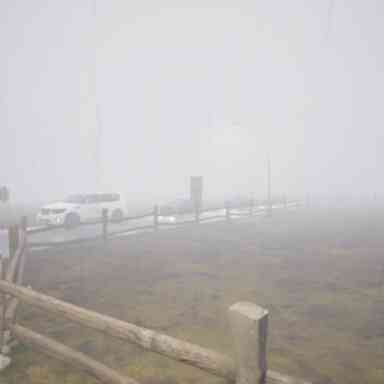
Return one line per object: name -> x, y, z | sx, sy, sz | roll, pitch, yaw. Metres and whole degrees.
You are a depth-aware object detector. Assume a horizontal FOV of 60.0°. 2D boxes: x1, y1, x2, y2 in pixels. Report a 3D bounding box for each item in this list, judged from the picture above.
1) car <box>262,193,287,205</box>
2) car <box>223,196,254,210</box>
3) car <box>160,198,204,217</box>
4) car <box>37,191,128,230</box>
car -> 10.981, 0.908, 44.134 | 1.882, 1.535, 5.008 | 1, 1, 36
car -> 5.073, 1.114, 36.003 | 1.994, 1.385, 4.181 | 1, 1, 36
car -> -0.803, 1.232, 27.861 | 1.994, 1.385, 4.181 | 1, 1, 36
car -> -6.364, 1.002, 20.092 | 2.150, 2.045, 5.566 | 1, 1, 35
